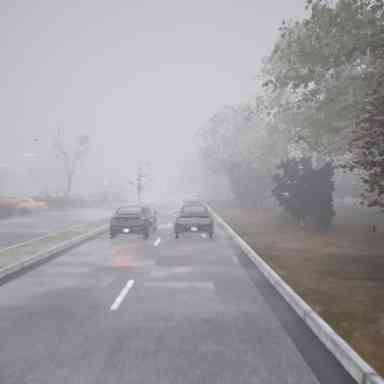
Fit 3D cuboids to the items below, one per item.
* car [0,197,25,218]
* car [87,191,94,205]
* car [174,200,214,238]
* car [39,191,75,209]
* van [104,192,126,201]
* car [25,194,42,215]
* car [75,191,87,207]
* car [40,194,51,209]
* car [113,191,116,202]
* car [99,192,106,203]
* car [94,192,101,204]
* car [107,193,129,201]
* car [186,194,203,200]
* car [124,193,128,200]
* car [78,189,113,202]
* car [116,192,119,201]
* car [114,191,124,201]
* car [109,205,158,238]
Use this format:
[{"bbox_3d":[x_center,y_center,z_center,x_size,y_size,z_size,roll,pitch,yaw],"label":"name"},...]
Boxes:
[{"bbox_3d":[-16.803,1.064,26.549,5.566,2.045,2.435,-1,0,-20],"label":"car"},{"bbox_3d":[-16.850,1.073,47.532,4.553,1.767,2.185,-1,0,-20],"label":"car"},{"bbox_3d":[0.094,1.401,17.157,2.128,1.511,4.902,0,1,0],"label":"car"},{"bbox_3d":[-16.847,0.982,38.519,5.566,2.045,2.435,-1,1,-20],"label":"car"},{"bbox_3d":[-16.631,0.938,71.616,4.442,1.987,1.878,-1,0,-19],"label":"van"},{"bbox_3d":[-16.648,1.285,29.603,5.366,1.575,1.946,-1,0,-20],"label":"car"},{"bbox_3d":[-16.789,1.081,44.546,4.553,1.767,2.185,-1,1,-20],"label":"car"},{"bbox_3d":[-16.995,1.270,32.469,5.366,1.575,1.946,-1,1,-20],"label":"car"},{"bbox_3d":[-16.983,1.178,59.480,5.366,1.575,1.946,-1,0,-20],"label":"car"},{"bbox_3d":[-16.840,1.215,53.527,4.792,1.488,2.163,-1,0,-20],"label":"car"},{"bbox_3d":[-16.823,1.193,50.542,4.892,1.521,2.231,-1,0,-20],"label":"car"},{"bbox_3d":[-16.657,1.036,74.594,4.553,1.767,2.185,-1,0,-19],"label":"car"},{"bbox_3d":[0.088,1.267,35.241,1.837,1.490,4.892,0,0,0],"label":"car"},{"bbox_3d":[-16.745,0.916,68.580,5.566,2.045,2.435,-1,0,-20],"label":"car"},{"bbox_3d":[-16.842,0.931,56.530,5.566,2.045,2.435,-1,0,-20],"label":"car"},{"bbox_3d":[-16.794,1.215,62.547,4.674,1.452,2.002,-1,0,-20],"label":"car"},{"bbox_3d":[-16.816,0.920,65.543,5.566,2.045,2.435,-1,0,-20],"label":"car"},{"bbox_3d":[-2.906,1.415,17.106,1.837,1.490,4.892,0,1,0],"label":"car"}]
